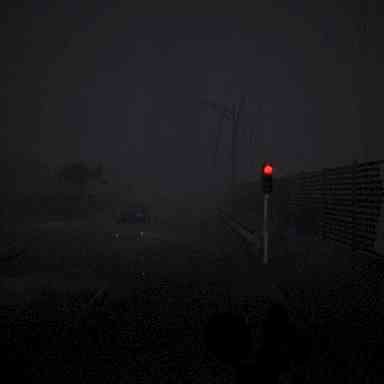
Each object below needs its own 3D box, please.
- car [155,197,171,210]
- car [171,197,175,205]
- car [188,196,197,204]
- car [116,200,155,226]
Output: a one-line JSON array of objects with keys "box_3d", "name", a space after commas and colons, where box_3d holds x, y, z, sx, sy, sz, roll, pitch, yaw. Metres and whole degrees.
[{"box_3d": [-4.035, 1.511, 41.836, 1.812, 1.442, 4.674, 0, 0, 0], "name": "car"}, {"box_3d": [-3.994, 1.543, 57.848, 1.994, 1.385, 4.181, 0, 0, 0], "name": "car"}, {"box_3d": [0.094, 1.483, 63.222, 1.837, 1.490, 4.892, 0, 0, 0], "name": "car"}, {"box_3d": [-4.066, 1.469, 23.743, 1.882, 1.535, 5.008, 0, 0, 0], "name": "car"}]
